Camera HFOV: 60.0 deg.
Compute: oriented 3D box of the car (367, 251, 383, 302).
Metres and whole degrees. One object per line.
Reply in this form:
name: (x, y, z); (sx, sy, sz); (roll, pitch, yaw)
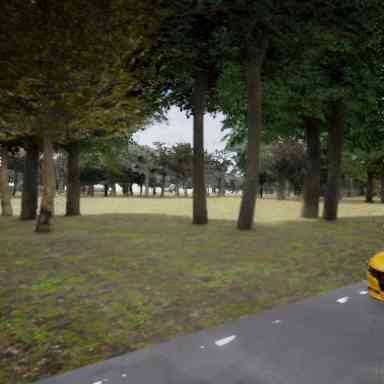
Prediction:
car: (5.693, 1.457, 7.128); (5.008, 1.535, 1.882); (0, 0, -35)
